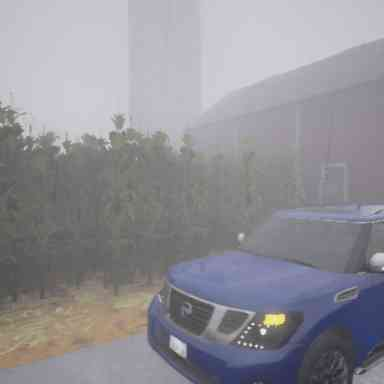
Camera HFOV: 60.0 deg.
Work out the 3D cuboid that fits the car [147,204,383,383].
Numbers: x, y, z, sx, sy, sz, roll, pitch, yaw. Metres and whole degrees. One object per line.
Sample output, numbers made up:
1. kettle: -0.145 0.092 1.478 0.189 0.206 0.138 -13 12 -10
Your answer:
1. car: 2.108 1.236 5.001 5.566 2.045 2.150 0 0 -35
